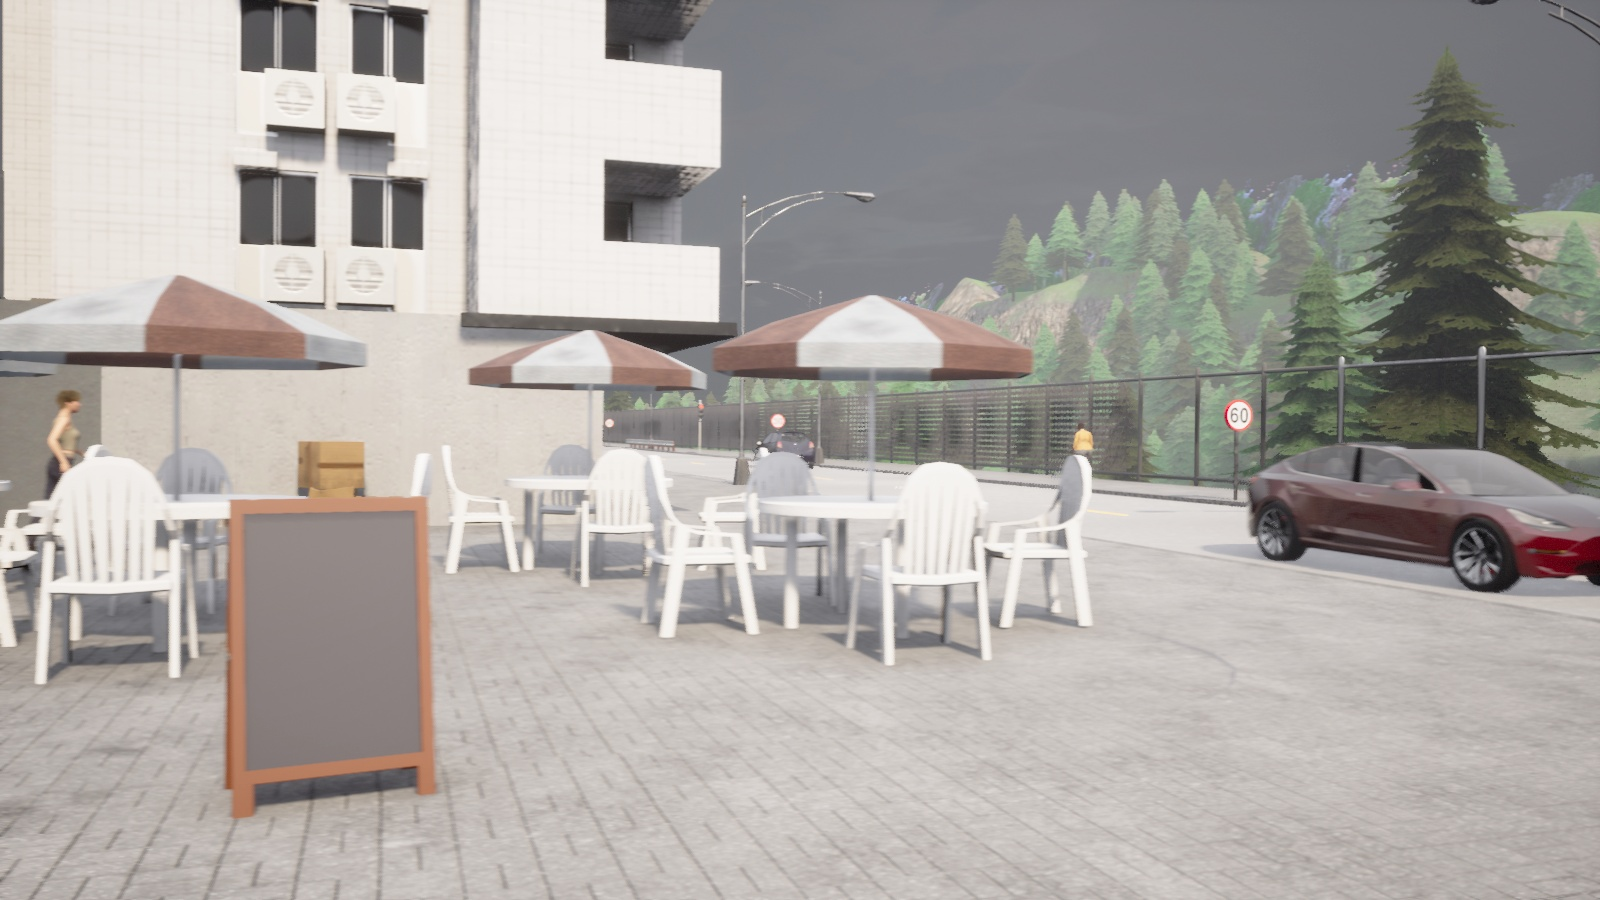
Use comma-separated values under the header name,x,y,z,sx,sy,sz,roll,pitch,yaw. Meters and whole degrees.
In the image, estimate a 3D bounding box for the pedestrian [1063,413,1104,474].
name,x,y,z,sx,sy,sz,roll,pitch,yaw
pedestrian,8.738,-0.200,38.786,0.874,1.855,0.900,-1,1,-20

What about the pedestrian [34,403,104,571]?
name,x,y,z,sx,sy,sz,roll,pitch,yaw
pedestrian,-8.143,0.397,13.999,0.594,1.836,0.345,-1,1,-40

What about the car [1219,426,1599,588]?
name,x,y,z,sx,sy,sz,roll,pitch,yaw
car,7.193,0.494,14.295,2.163,1.488,4.792,-1,1,-18

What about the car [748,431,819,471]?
name,x,y,z,sx,sy,sz,roll,pitch,yaw
car,-0.715,0.017,50.904,1.845,1.501,3.633,-1,1,-18
